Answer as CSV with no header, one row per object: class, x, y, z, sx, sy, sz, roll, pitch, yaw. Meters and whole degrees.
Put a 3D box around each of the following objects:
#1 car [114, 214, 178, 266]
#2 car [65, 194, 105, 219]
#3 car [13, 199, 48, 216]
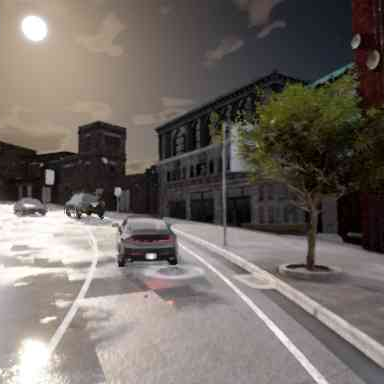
car,-1.715,1.546,11.772,1.837,1.490,4.892,1,0,-13
car,-9.239,1.163,28.582,2.150,2.045,5.566,3,-1,-34
car,-14.325,1.296,29.353,2.033,1.411,5.357,3,-1,-38
